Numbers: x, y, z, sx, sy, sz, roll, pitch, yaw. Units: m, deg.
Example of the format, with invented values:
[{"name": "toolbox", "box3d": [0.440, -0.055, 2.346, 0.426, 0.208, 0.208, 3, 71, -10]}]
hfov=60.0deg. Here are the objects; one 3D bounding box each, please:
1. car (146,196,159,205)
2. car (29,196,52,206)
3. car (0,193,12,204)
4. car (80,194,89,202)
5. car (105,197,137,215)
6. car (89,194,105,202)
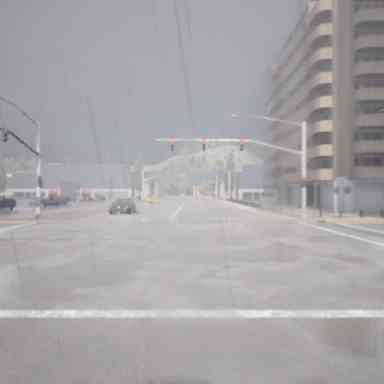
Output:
[{"name": "car", "box3d": [-6.998, 1.564, 59.593, 1.882, 1.535, 5.008, 0, 0, 0]}, {"name": "car", "box3d": [-26.708, 1.488, 58.009, 1.970, 1.475, 3.806, 0, 0, 0]}, {"name": "car", "box3d": [-43.563, 1.277, 75.500, 1.905, 1.878, 3.866, 0, 0, 0]}, {"name": "car", "box3d": [-23.940, 1.277, 75.467, 1.905, 1.878, 3.866, 0, 0, 0]}, {"name": "car", "box3d": [-6.999, 1.402, 33.909, 2.097, 1.767, 4.553, 0, 0, 0]}, {"name": "car", "box3d": [-21.046, 1.274, 75.402, 1.932, 1.855, 4.605, 0, 0, 0]}]
